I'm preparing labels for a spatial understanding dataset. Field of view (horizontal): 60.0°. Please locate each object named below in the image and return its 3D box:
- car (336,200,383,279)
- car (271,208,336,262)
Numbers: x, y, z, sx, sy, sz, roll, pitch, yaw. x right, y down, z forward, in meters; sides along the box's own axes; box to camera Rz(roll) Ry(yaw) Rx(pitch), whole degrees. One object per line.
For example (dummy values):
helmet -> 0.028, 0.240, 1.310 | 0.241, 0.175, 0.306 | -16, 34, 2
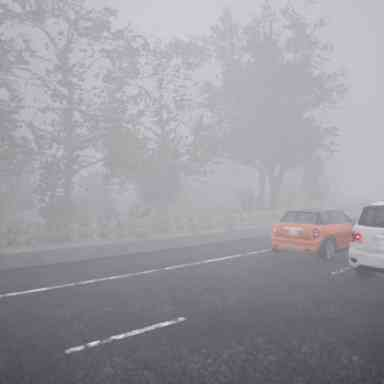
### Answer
car -> 6.362, 1.240, 9.082 | 5.566, 2.045, 2.150 | 0, 0, -41
car -> 5.001, 1.387, 12.637 | 4.553, 1.767, 2.097 | 0, 0, -42
